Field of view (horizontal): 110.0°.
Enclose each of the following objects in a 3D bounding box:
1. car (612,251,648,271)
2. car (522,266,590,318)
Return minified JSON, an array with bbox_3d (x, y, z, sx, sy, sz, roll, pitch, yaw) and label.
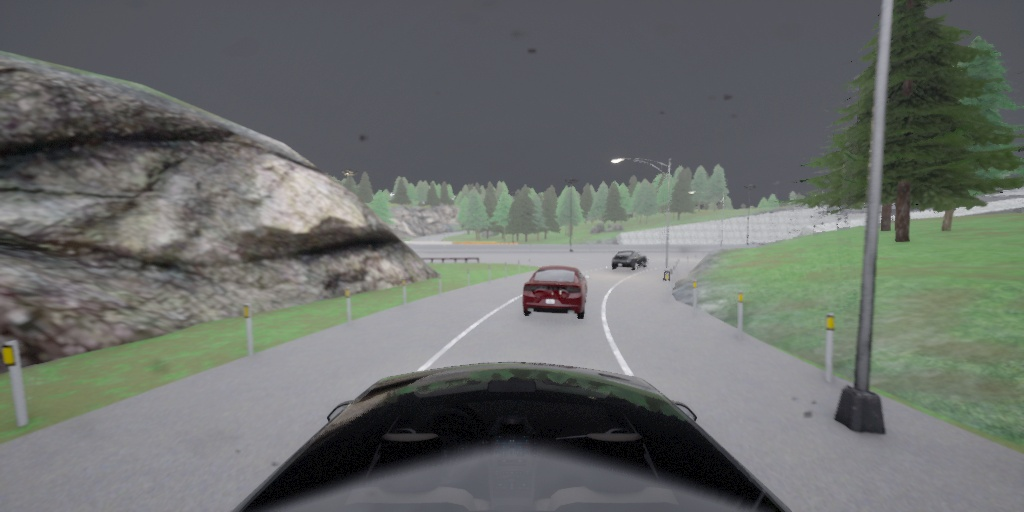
[{"bbox_3d":[9.750,0.326,29.513,1.837,1.490,4.892,2,4,36],"label":"car"},{"bbox_3d":[1.650,1.073,12.572,1.882,1.535,5.008,1,2,13],"label":"car"}]
